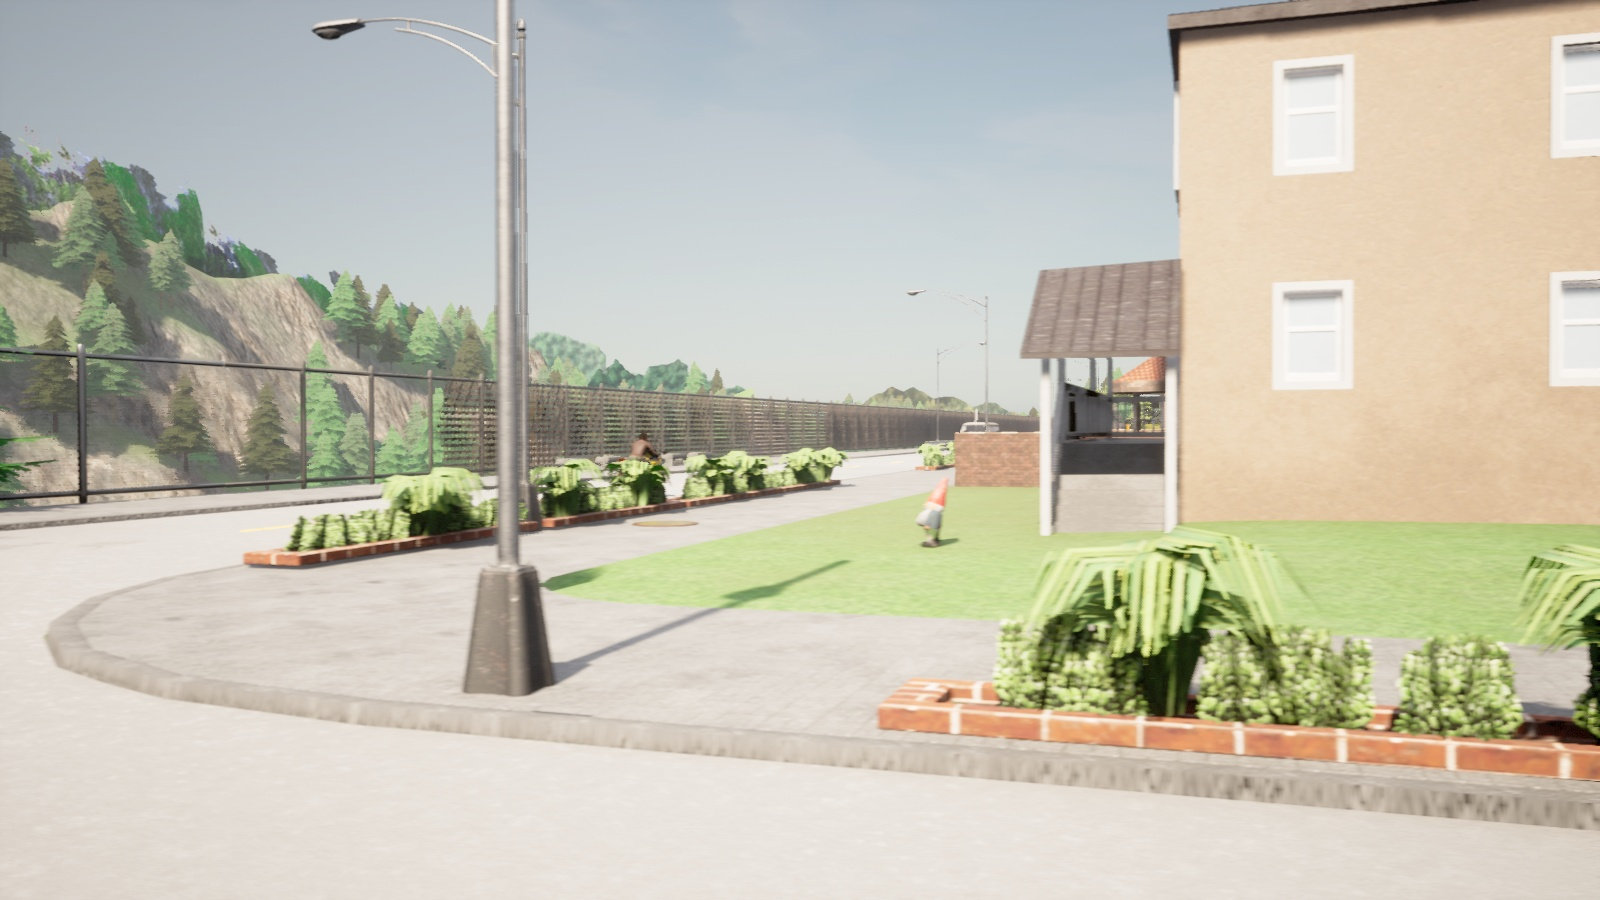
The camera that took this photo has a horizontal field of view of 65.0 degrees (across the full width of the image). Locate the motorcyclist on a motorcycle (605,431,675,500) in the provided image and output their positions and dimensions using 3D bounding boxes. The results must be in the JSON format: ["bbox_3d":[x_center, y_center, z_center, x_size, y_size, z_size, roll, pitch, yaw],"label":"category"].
[{"bbox_3d":[-3.652,0.335,28.807,0.797,1.523,2.044,1,1,18],"label":"motorcyclist on a motorcycle"}]

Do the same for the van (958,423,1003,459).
[{"bbox_3d":[10.279,-0.518,71.235,1.775,1.987,4.442,1,1,18],"label":"van"}]
